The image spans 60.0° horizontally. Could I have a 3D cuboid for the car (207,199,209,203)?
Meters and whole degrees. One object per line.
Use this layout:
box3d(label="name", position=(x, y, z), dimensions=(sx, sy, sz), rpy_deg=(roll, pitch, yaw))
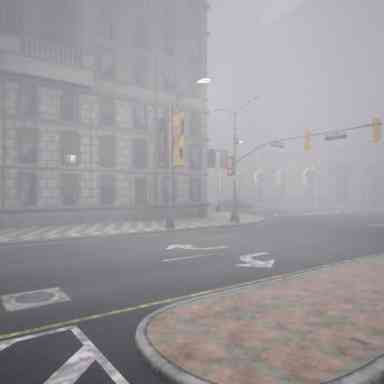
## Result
box3d(label="car", position=(0.142, 1.224, 47.423), dimensions=(2.150, 2.045, 5.566), rpy_deg=(0, 0, -35))

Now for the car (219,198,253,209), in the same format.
box3d(label="car", position=(5.908, 1.547, 45.370), dimensions=(2.033, 1.411, 5.357), rpy_deg=(0, 0, -35))
